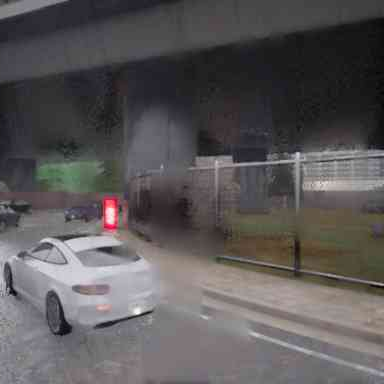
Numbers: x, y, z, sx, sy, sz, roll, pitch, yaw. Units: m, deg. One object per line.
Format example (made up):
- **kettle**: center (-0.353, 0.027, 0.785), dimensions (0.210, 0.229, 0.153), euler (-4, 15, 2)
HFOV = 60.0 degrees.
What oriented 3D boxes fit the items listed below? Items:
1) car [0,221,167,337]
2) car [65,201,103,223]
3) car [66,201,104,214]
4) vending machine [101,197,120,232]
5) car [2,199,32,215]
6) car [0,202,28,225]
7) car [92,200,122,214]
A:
- **car**: center (-2.376, 1.580, 6.825), dimensions (1.812, 1.442, 4.674), euler (0, 0, -42)
- **car**: center (-8.960, 1.738, 27.742), dimensions (1.812, 1.442, 4.674), euler (0, -1, 3)
- **car**: center (-12.989, 1.837, 40.657), dimensions (1.812, 1.442, 4.674), euler (0, -1, 21)
- **vending machine**: center (-5.001, 1.365, 20.468), dimensions (1.100, 2.100, 0.880), euler (1, -1, -11)
- **car**: center (-18.604, 1.557, 34.065), dimensions (2.097, 1.767, 4.553), euler (0, -1, 13)
- **car**: center (-12.154, 1.624, 20.662), dimensions (1.837, 1.490, 4.892), euler (0, -1, -10)
- **car**: center (-9.888, 1.659, 38.017), dimensions (2.097, 1.767, 4.553), euler (0, -1, 19)
